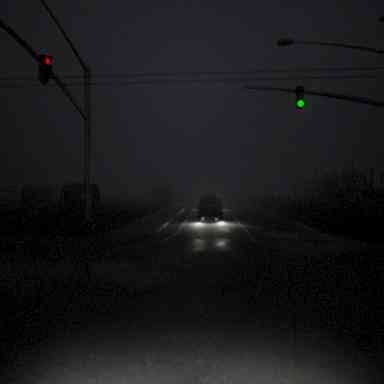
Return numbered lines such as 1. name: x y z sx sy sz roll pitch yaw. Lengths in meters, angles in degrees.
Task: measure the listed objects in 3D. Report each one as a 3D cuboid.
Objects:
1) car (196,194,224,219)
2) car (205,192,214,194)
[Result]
1. car: 1.384 1.173 25.594 1.882 1.535 5.008 0 1 3
2. car: 2.011 1.069 38.200 1.837 1.490 4.892 0 0 3
